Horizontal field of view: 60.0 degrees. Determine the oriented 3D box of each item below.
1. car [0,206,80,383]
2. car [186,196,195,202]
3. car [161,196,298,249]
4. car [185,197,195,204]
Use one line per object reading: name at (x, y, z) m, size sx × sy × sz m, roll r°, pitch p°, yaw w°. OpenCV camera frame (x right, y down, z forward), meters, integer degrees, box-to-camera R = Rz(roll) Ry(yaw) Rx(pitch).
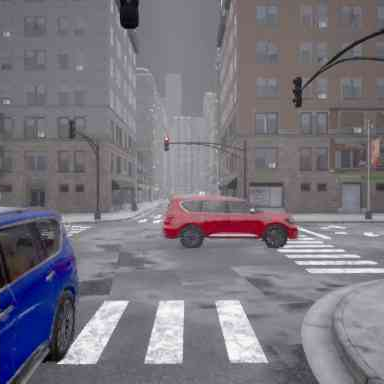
car at (-2.655, 1.220, 2.902) m, size 2.150 × 2.045 × 5.566 m, roll 1°, pitch 0°, yaw -4°
car at (-0.410, 1.484, 73.744) m, size 1.895 × 1.301 × 4.718 m, roll 0°, pitch 0°, yaw 0°
car at (1.505, 1.206, 13.955) m, size 5.566 × 2.045 × 2.150 m, roll 0°, pitch 0°, yaw -1°
car at (-0.337, 1.649, 63.739) m, size 1.895 × 1.301 × 4.718 m, roll 0°, pitch 0°, yaw 0°
